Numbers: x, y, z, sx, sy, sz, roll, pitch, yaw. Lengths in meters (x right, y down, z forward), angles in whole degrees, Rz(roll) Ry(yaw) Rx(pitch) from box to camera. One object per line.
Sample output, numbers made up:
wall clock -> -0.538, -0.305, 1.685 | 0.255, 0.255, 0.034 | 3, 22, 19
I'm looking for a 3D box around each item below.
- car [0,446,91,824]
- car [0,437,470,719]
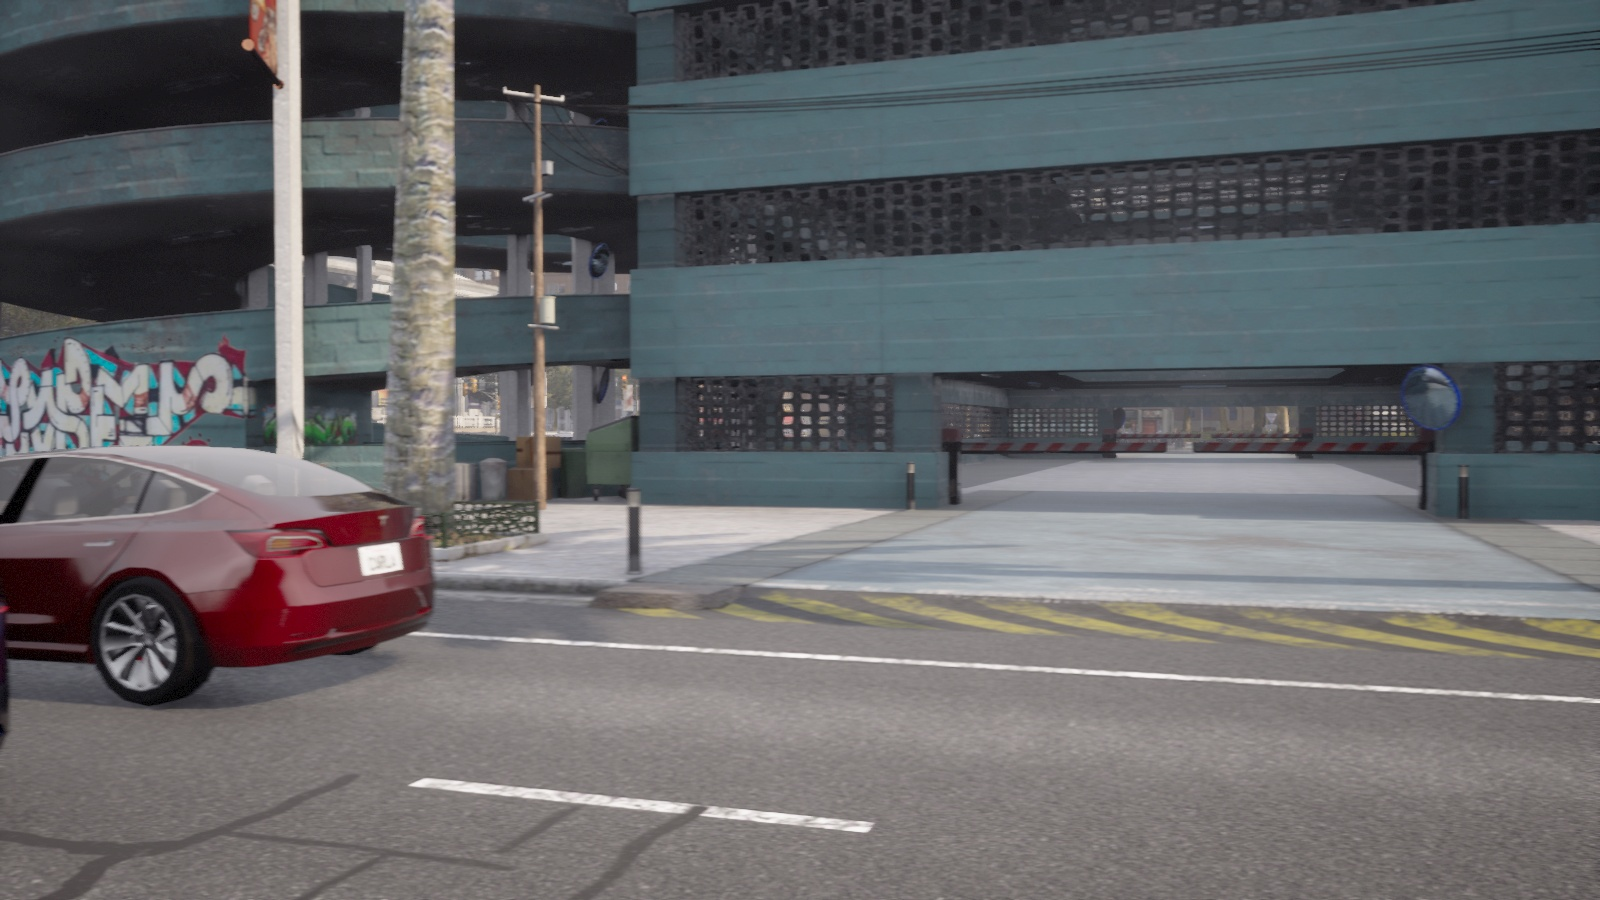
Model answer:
car -> -5.643, 0.724, 5.090 | 4.792, 1.488, 2.163 | 1, 1, 19
car -> -4.933, 0.671, 8.545 | 4.792, 1.488, 2.163 | 1, 1, 19
